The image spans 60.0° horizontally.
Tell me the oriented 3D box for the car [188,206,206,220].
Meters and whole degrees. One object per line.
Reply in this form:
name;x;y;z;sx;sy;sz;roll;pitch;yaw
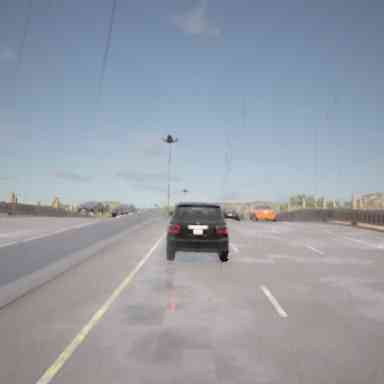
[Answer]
car;0.562;2.381;36.911;1.812;1.442;4.674;1;-4;1

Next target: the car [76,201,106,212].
car;-10.078;1.535;33.500;1.882;1.535;5.008;1;-3;1

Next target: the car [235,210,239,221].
car;4.060;2.487;36.932;1.994;1.385;4.181;1;-4;1

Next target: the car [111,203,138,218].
car;-6.584;1.849;33.418;2.033;1.411;5.357;1;-3;1

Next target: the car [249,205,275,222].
car;7.552;2.280;36.052;2.097;1.767;4.553;1;-4;1

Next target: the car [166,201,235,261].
car;0.228;1.390;13.279;2.150;2.045;5.566;1;-1;1
